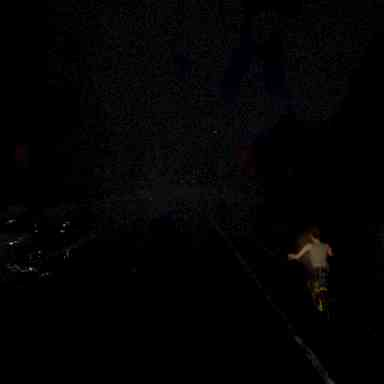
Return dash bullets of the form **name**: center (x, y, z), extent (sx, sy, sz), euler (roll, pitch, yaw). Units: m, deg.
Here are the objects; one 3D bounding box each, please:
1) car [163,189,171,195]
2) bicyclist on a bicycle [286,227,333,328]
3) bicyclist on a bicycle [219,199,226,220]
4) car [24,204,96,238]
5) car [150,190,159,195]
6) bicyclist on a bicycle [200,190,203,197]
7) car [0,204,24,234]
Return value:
- **car**: center (-6.488, -0.049, 86.804), extent (2.128, 1.511, 4.902), euler (0, 2, 0)
- **bicyclist on a bicycle**: center (2.177, 1.421, 5.985), extent (0.866, 1.612, 1.509), euler (0, 0, 0)
- **bicyclist on a bicycle**: center (2.253, 1.350, 24.623), extent (0.582, 1.620, 1.656), euler (0, 0, 0)
- **car**: center (-6.581, 1.413, 17.633), extent (1.882, 1.535, 5.008), euler (0, 0, 0)
- **car**: center (-9.738, 0.021, 86.776), extent (1.895, 1.301, 4.718), euler (0, 2, 0)
- **bicyclist on a bicycle**: center (2.261, 0.411, 78.064), extent (0.659, 1.776, 1.843), euler (0, 2, 0)
- **car**: center (-9.825, 1.454, 18.946), extent (1.812, 1.442, 4.674), euler (0, 0, 0)
